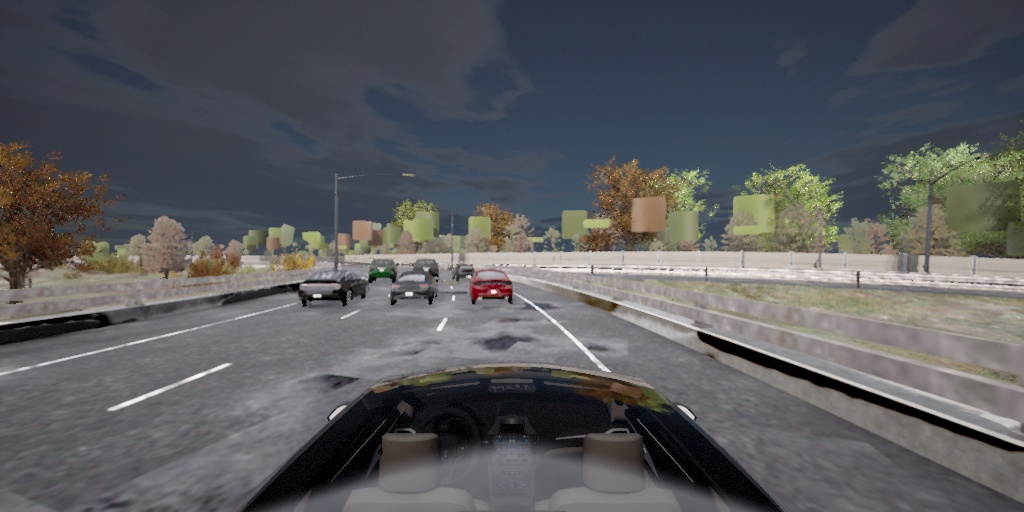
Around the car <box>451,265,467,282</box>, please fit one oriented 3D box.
[{"bbox_3d":[-4.493,1.558,33.385,1.837,1.490,4.892,0,0,-16],"label":"car"}]

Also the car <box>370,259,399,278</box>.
[{"bbox_3d":[-11.140,1.248,31.208,2.150,2.045,5.566,0,0,-16],"label":"car"}]

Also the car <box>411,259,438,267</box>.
[{"bbox_3d":[-7.778,1.256,32.178,2.150,2.045,5.566,0,0,-16],"label":"car"}]

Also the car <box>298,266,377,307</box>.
[{"bbox_3d":[-8.038,1.385,16.565,2.128,1.511,4.902,0,0,-8],"label":"car"}]

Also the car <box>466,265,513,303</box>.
[{"bbox_3d":[-1.133,1.379,17.700,1.882,1.535,5.008,0,0,-8],"label":"car"}]

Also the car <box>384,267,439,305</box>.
[{"bbox_3d":[-4.583,1.422,17.120,1.812,1.442,4.674,0,0,-8],"label":"car"}]
